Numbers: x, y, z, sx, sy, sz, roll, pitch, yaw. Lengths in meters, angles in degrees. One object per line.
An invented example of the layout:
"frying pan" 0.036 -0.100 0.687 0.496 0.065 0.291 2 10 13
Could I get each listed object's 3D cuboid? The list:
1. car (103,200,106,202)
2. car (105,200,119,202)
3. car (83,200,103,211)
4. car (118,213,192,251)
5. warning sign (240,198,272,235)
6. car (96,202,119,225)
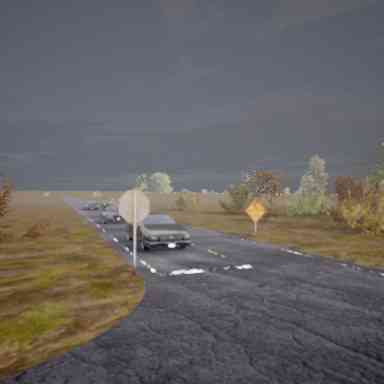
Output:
"car" -13.537 1.987 53.016 1.895 1.301 4.718 1 -1 -22
"car" -9.794 1.888 43.761 1.994 1.385 4.181 1 -1 -21
"car" -14.176 1.868 46.506 2.033 1.411 5.357 1 -1 -21
"car" -1.742 1.657 15.107 2.033 1.411 5.357 1 -1 -22
"warning sign" 3.388 1.282 17.781 1.300 1.860 1.060 1 -1 -22
"car" -5.998 1.744 25.775 1.994 1.385 4.181 1 -1 -22
